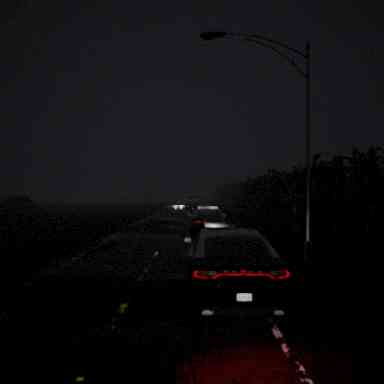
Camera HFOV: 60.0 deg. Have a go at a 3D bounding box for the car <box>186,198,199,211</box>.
[{"bbox_3d":[0.101,1.878,45.495,1.895,1.301,4.718,0,0,1],"label":"car"}]

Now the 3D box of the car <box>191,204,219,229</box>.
[{"bbox_3d":[0.854,1.681,23.752,1.812,1.442,4.674,0,0,0],"label":"car"}]

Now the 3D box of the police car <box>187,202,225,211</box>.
[{"bbox_3d":[0.847,1.545,17.863,1.930,1.638,5.238,0,0,0],"label":"police car"}]

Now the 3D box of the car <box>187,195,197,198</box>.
[{"bbox_3d":[0.073,1.563,59.463,2.150,2.045,5.566,0,0,0],"label":"car"}]

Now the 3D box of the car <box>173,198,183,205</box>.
[{"bbox_3d":[-2.669,1.860,66.157,2.128,1.511,4.902,0,0,0],"label":"car"}]

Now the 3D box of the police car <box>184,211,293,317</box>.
[{"bbox_3d":[0.835,1.481,7.864,1.930,1.638,5.238,0,0,0],"label":"police car"}]
